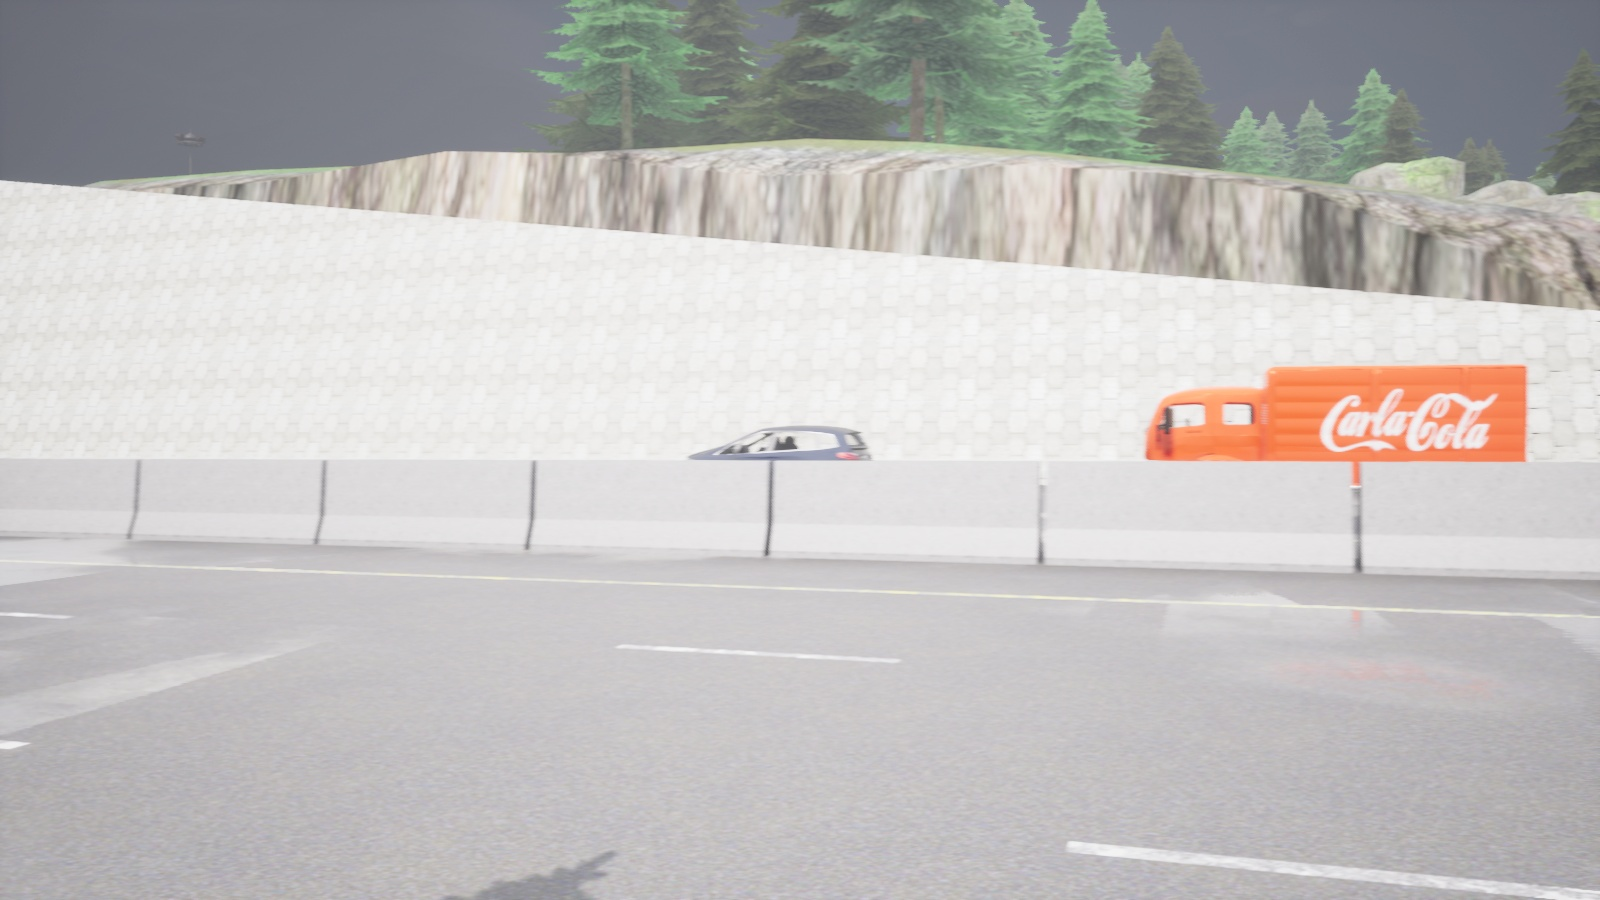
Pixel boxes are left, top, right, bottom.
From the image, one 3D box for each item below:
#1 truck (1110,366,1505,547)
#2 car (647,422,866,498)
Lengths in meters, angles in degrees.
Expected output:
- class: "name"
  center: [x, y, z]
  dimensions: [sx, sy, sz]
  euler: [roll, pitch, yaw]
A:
- class: "truck"
  center: [7.512, 0.042, 19.143]
  dimensions: [5.204, 2.467, 2.627]
  euler: [1, 1, 18]
- class: "car"
  center: [-0.991, 0.193, 29.279]
  dimensions: [4.611, 1.667, 2.242]
  euler: [0, 1, 18]
